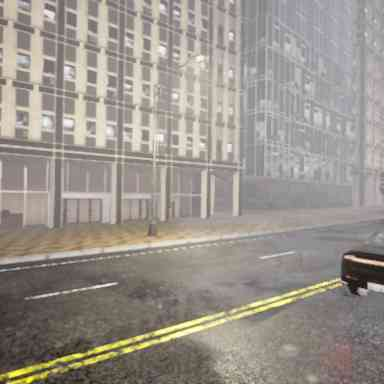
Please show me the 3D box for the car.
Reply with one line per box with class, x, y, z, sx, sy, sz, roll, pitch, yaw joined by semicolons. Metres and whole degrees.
car;5.245;1.516;7.493;4.902;1.511;2.128;0;0;-38
